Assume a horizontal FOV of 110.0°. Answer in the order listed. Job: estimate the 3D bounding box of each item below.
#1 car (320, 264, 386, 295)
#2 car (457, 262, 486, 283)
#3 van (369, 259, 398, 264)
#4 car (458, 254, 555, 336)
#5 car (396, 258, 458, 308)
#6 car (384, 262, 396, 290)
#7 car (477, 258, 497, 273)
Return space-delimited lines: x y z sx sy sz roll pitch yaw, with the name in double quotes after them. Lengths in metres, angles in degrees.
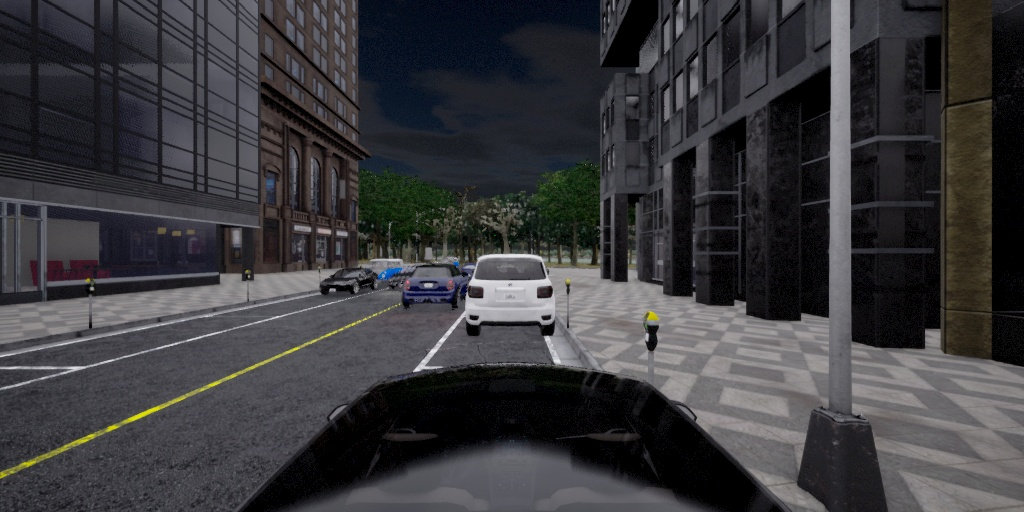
-8.908 1.317 19.986 1.948 1.339 4.313 0 0 0 "car"
-3.141 1.279 28.554 1.812 1.442 4.674 0 0 0 "car"
-8.908 1.093 25.423 1.690 1.789 3.998 0 0 0 "van"
-0.039 0.971 10.530 2.150 2.045 5.566 0 0 0 "car"
-3.046 1.103 15.199 2.097 1.767 4.553 0 0 0 "car"
-6.246 1.299 23.006 2.033 1.411 5.357 0 0 0 "car"
-3.046 1.112 44.265 2.097 1.767 4.553 0 0 0 "car"
